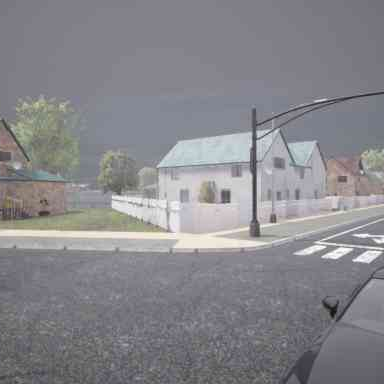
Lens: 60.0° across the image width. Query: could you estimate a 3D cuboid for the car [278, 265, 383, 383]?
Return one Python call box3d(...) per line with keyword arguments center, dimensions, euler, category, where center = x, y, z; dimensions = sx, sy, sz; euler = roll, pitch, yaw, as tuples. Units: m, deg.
box3d(center=(2.517, 1.524, 3.390), dimensions=(1.812, 1.442, 4.674), euler=(0, 0, 42), category="car")
